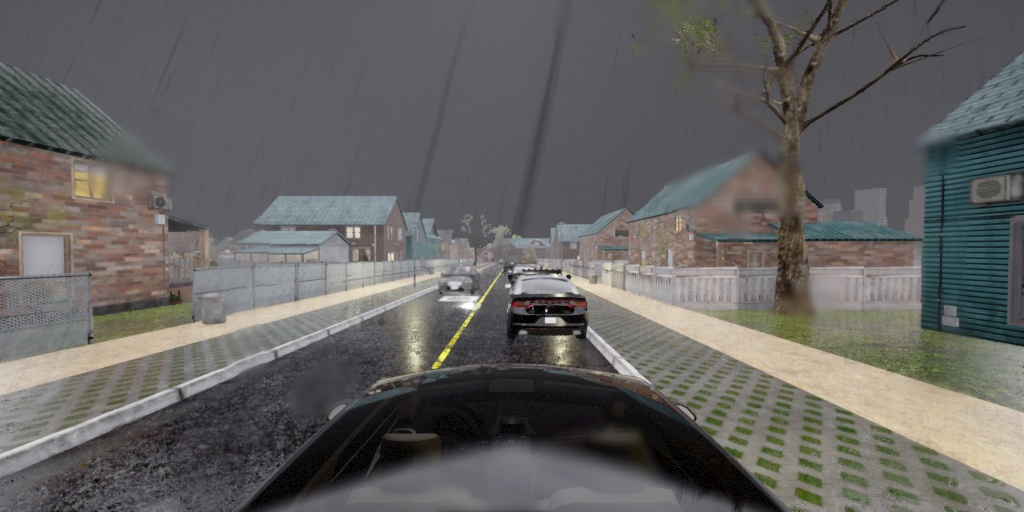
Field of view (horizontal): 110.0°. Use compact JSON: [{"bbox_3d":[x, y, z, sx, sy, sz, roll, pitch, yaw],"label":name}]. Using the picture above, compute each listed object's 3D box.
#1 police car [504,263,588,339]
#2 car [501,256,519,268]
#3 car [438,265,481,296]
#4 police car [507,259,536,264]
[{"bbox_3d":[0.827,1.174,10.256,1.930,1.638,5.238,0,0,0],"label":"police car"},{"bbox_3d":[0.031,1.025,46.903,2.150,2.045,5.566,0,0,0],"label":"car"},{"bbox_3d":[-2.745,1.247,19.582,2.128,1.511,4.902,0,0,0],"label":"car"},{"bbox_3d":[0.829,1.181,20.258,1.930,1.638,5.238,0,0,0],"label":"police car"}]
